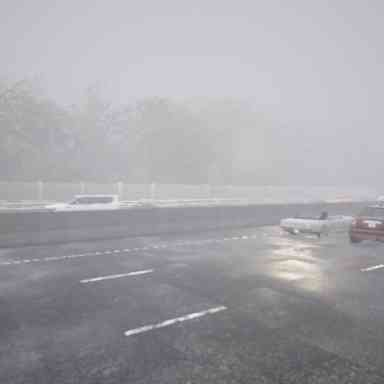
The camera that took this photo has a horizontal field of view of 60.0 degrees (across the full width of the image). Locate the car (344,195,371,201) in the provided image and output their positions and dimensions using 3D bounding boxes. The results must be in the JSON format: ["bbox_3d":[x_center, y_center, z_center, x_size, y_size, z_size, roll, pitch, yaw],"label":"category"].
[{"bbox_3d":[23.950,1.361,46.791,4.553,1.767,2.097,0,0,-35],"label":"car"}]

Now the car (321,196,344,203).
[{"bbox_3d":[21.901,1.361,49.624,4.553,1.767,2.097,0,0,-35],"label":"car"}]

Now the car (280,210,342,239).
[{"bbox_3d":[6.853,1.603,17.354,4.718,1.301,1.895,0,0,-35],"label":"car"}]

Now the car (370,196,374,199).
[{"bbox_3d":[25.978,1.535,43.945,4.674,1.442,1.812,0,0,-35],"label":"car"}]

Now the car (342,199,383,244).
[{"bbox_3d":[8.925,1.355,14.532,4.553,1.767,2.097,0,0,-36],"label":"car"}]

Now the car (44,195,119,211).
[{"bbox_3d":[-7.814,1.223,24.172,5.566,2.045,2.150,0,0,-35],"label":"car"}]

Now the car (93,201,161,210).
[{"bbox_3d":[-3.617,1.548,22.846,5.357,1.411,2.033,0,0,-35],"label":"car"}]

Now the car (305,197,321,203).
[{"bbox_3d":[19.729,1.501,52.372,4.902,1.511,2.128,0,0,-35],"label":"car"}]
